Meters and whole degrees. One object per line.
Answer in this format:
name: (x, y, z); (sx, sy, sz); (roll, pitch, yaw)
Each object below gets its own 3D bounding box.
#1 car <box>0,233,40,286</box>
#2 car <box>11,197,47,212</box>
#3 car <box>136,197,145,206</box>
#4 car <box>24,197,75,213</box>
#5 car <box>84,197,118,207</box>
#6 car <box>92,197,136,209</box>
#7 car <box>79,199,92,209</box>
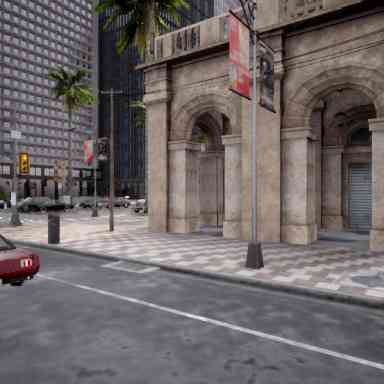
car: (-5.817, 1.601, 8.194); (4.718, 1.301, 1.895); (0, 0, 37)
car: (-18.767, 1.352, 39.244); (2.097, 1.767, 4.553); (0, 0, 36)
car: (-7.313, 1.526, 55.115); (1.812, 1.442, 4.674); (0, 0, 36)
car: (-15.761, 1.601, 37.426); (1.895, 1.301, 4.718); (0, 0, 36)
car: (-13.907, 1.513, 51.272); (2.161, 1.482, 4.786); (0, 0, 35)
car: (-10.458, 1.492, 44.783); (2.128, 1.511, 4.902); (0, 0, 36)
car: (-13.231, 1.547, 46.926); (2.033, 1.411, 5.357); (0, 0, 36)
